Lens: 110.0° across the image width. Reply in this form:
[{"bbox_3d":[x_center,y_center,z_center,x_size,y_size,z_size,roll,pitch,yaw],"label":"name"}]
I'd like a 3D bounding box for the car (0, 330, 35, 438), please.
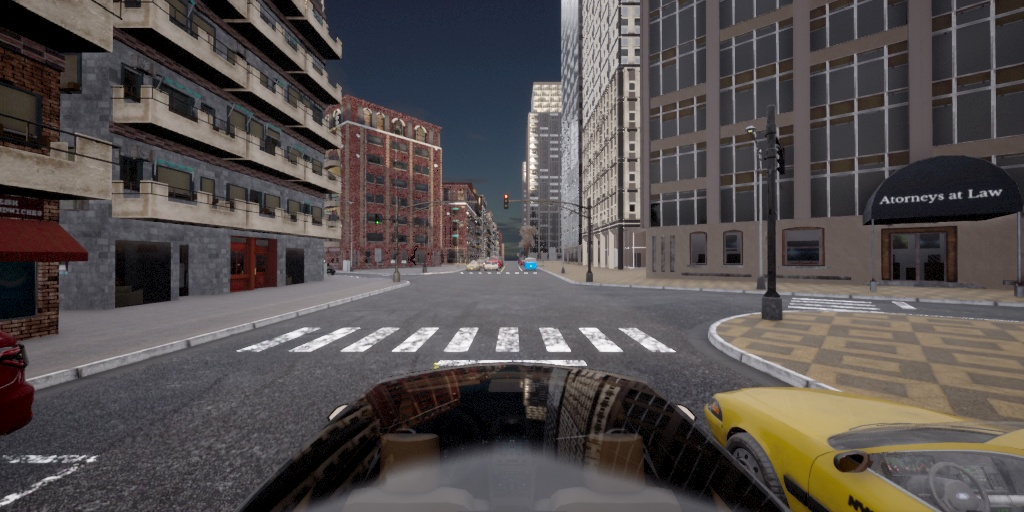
[{"bbox_3d":[-5.314,1.064,1.106,2.192,1.841,5.009,0,0,0],"label":"car"}]

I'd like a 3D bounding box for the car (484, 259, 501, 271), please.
[{"bbox_3d":[-2.874,1.400,50.219,1.895,1.301,4.718,0,0,-2],"label":"car"}]

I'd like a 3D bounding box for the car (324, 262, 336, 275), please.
[{"bbox_3d":[-22.372,1.458,41.801,4.892,1.490,1.837,-1,-1,41],"label":"car"}]

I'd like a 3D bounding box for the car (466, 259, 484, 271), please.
[{"bbox_3d":[-5.340,1.324,49.935,1.751,1.417,4.829,0,0,0],"label":"car"}]

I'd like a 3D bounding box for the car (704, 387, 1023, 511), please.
[{"bbox_3d":[2.566,1.275,1.286,1.751,1.417,4.829,0,0,0],"label":"car"}]

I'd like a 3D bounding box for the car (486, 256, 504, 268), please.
[{"bbox_3d":[-2.862,1.042,59.727,2.150,2.045,5.566,0,0,0],"label":"car"}]

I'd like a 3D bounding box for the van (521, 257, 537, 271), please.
[{"bbox_3d":[2.540,1.139,50.109,1.690,1.789,3.998,0,0,0],"label":"van"}]
